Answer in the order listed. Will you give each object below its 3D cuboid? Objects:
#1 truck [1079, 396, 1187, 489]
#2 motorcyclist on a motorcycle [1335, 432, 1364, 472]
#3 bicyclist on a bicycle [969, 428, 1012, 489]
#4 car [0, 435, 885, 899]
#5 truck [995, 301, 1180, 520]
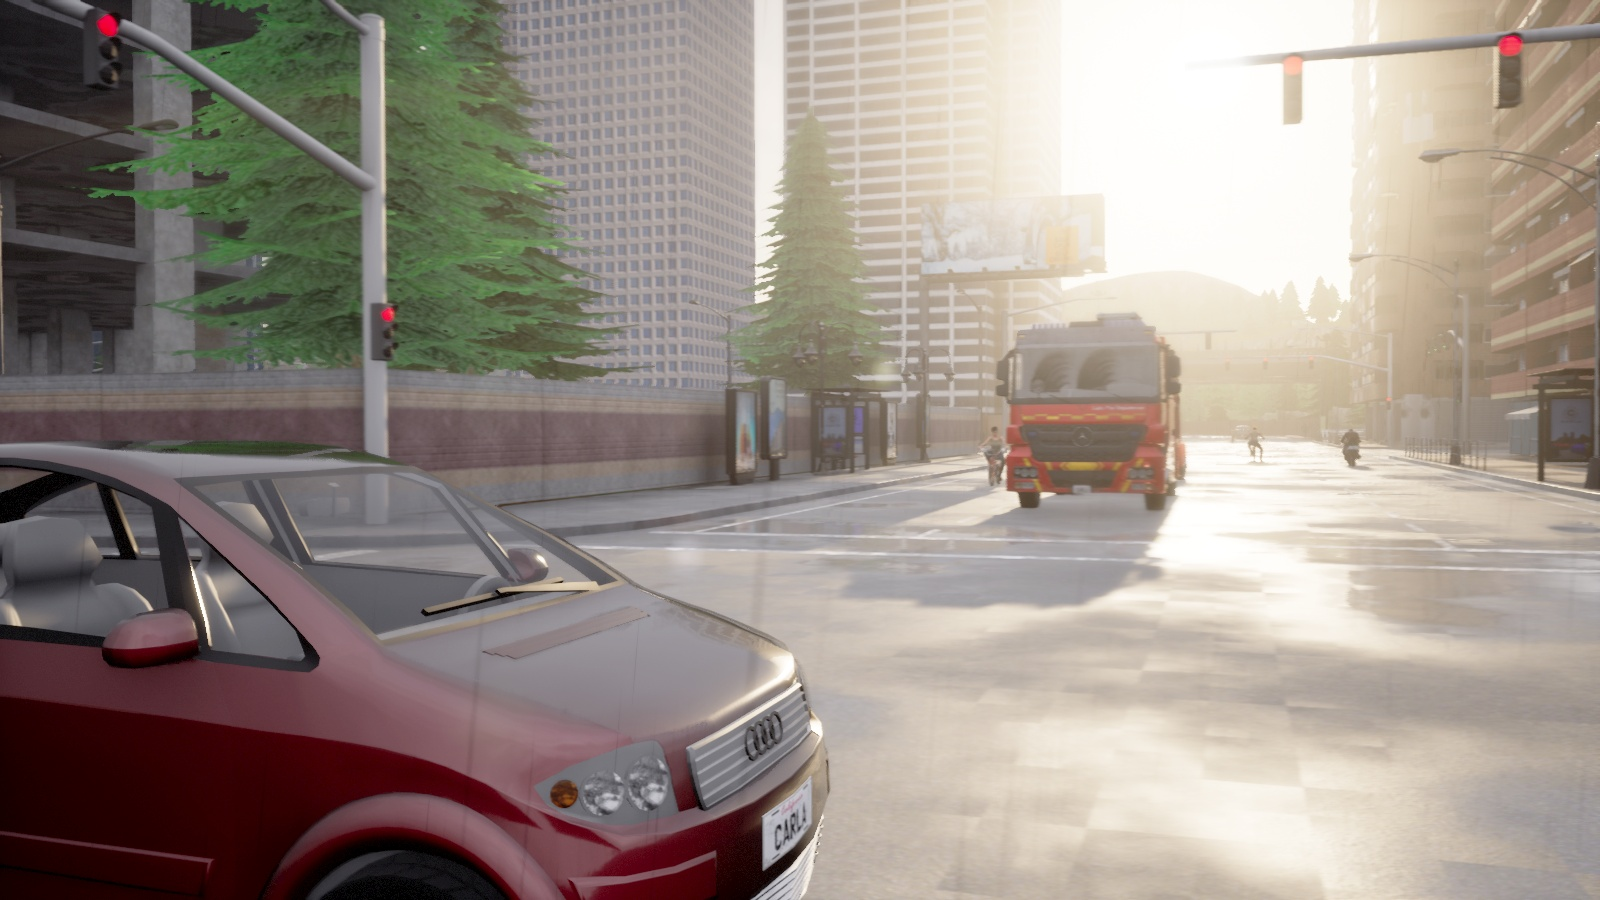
[{"bbox_3d":[9.716,-0.249,36.327,2.627,2.467,5.204,0,1,19],"label":"truck"},{"bbox_3d":[21.719,0.073,49.701,0.866,1.530,2.191,0,1,19],"label":"motorcyclist on a motorcycle"},{"bbox_3d":[5.146,0.206,33.817,0.866,1.612,1.509,0,1,19],"label":"bicyclist on a bicycle"},{"bbox_3d":[-1.769,0.738,3.786,3.705,1.549,1.789,0,1,19],"label":"car"},{"bbox_3d":[6.325,-0.765,26.484,2.891,3.827,8.468,0,1,19],"label":"truck"}]
